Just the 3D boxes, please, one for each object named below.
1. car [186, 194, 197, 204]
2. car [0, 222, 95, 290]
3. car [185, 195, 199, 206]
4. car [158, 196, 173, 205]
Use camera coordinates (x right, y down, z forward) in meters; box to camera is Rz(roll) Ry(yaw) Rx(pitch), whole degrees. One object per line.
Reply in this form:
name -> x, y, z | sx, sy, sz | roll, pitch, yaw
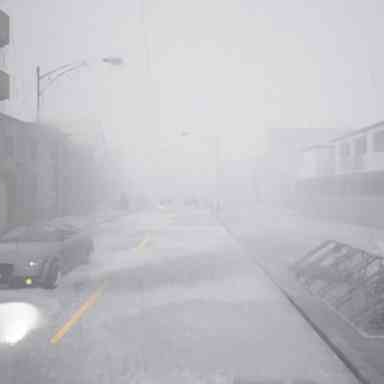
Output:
car -> -0.021, 1.230, 60.304 | 1.882, 1.535, 5.008 | 0, 0, 0
car -> -4.073, 1.526, 8.850 | 1.994, 1.385, 4.181 | 0, 0, 0
car -> -0.018, 1.273, 49.927 | 1.882, 1.535, 5.008 | 0, 0, 0
car -> -4.038, 1.313, 51.930 | 1.812, 1.442, 4.674 | 0, 0, 0
